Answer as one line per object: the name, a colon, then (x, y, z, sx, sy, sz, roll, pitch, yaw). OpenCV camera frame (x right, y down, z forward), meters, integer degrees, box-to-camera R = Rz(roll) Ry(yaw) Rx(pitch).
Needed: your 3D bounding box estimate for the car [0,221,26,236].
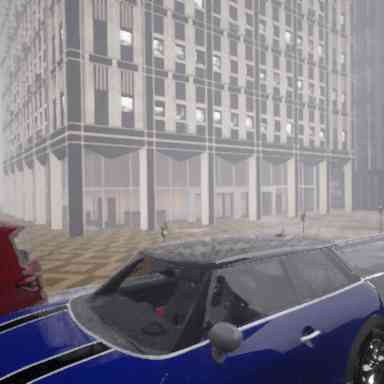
car: (-4.219, 1.333, 3.541, 5.009, 1.841, 2.192, -1, 0, -36)

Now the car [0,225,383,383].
car: (0.016, 1.327, 3.395, 4.553, 1.767, 2.097, -1, 1, -36)
